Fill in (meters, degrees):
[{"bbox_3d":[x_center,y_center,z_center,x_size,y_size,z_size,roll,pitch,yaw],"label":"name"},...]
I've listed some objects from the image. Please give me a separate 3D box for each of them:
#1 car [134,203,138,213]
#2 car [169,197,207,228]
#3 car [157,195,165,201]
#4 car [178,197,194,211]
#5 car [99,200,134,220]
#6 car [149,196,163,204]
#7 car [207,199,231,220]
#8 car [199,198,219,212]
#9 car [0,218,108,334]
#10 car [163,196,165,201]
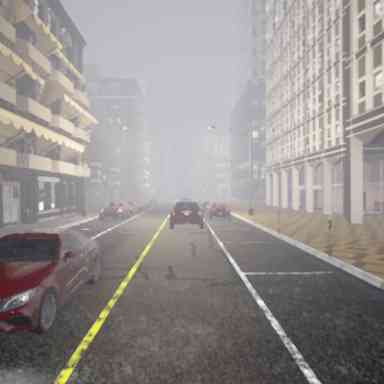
[{"bbox_3d":[-6.366,1.552,32.912,1.802,1.307,4.206,0,0,-1],"label":"car"},{"bbox_3d":[-0.350,1.312,21.841,2.097,1.767,4.553,0,0,-1],"label":"car"},{"bbox_3d":[-7.404,1.496,79.709,1.802,1.307,4.206,0,0,-1],"label":"car"},{"bbox_3d":[-0.762,1.408,41.565,1.882,1.535,5.008,0,0,-1],"label":"car"},{"bbox_3d":[-6.248,1.419,27.265,1.967,1.590,4.097,0,0,-1],"label":"car"},{"bbox_3d":[-6.963,1.484,61.149,2.008,1.369,4.403,0,0,-1],"label":"car"},{"bbox_3d":[2.131,1.484,27.441,1.887,1.381,4.507,0,0,-1],"label":"car"},{"bbox_3d":[1.892,1.473,38.737,2.008,1.369,4.403,0,0,-1],"label":"car"},{"bbox_3d":[-3.222,1.527,6.863,1.812,1.442,4.674,0,0,-1],"label":"car"},{"bbox_3d":[-7.081,1.478,66.796,2.008,1.369,4.403,0,0,-1],"label":"car"}]
